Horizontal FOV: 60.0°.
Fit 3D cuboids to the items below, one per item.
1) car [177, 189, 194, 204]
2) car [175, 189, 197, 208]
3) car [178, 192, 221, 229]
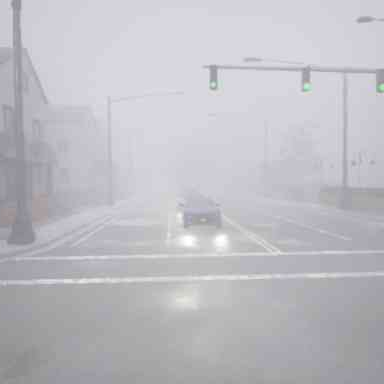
[{"bbox_3d":[-0.824,0.469,38.338,1.812,1.442,4.674,-1,2,-3],"label":"car"},{"bbox_3d":[-0.210,0.584,28.141,2.097,1.767,4.553,-1,2,-3],"label":"car"},{"bbox_3d":[0.396,0.991,18.211,1.882,1.535,5.008,-1,2,-3],"label":"car"}]
